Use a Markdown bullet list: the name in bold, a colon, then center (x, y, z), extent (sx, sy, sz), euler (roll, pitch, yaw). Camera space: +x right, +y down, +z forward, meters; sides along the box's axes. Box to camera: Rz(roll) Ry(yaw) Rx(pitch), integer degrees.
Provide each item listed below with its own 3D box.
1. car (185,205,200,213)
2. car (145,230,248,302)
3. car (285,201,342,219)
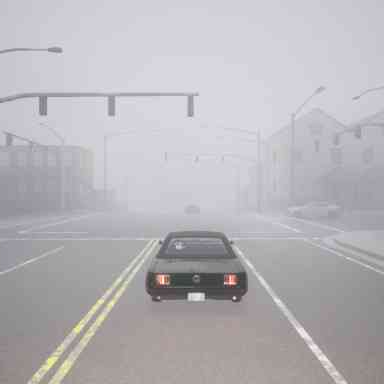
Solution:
- **car**: center (0.101, 2.499, 43.565), extent (1.882, 1.535, 5.008), euler (0, -9, 1)
- **car**: center (0.101, 1.601, 8.210), extent (1.895, 1.301, 4.718), euler (0, 0, 0)
- **car**: center (10.225, 1.527, 28.112), extent (4.674, 1.442, 1.812), euler (0, 0, -1)
